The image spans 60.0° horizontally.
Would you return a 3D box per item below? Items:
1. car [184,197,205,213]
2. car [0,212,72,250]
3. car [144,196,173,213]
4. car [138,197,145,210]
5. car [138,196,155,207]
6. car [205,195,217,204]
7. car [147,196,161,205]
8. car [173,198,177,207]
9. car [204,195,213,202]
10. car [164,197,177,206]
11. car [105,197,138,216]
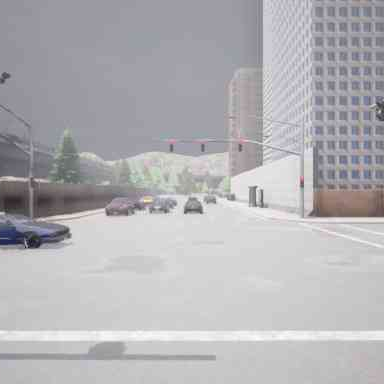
[{"bbox_3d":[0.132,1.564,36.998,1.994,1.385,4.181,0,0,0],"label":"car"},{"bbox_3d":[-7.967,1.571,13.943,5.357,1.411,2.033,0,0,0],"label":"car"},{"bbox_3d":[-3.535,1.491,36.458,2.128,1.511,4.902,0,0,0],"label":"car"},{"bbox_3d":[-7.032,1.601,41.860,1.895,1.301,4.718,0,0,0],"label":"car"},{"bbox_3d":[-7.012,1.478,51.376,1.882,1.535,5.008,0,0,0],"label":"car"},{"bbox_3d":[3.694,1.505,64.119,1.837,1.490,4.892,0,0,0],"label":"car"},{"bbox_3d":[-6.973,1.478,61.449,1.882,1.535,5.008,0,0,1],"label":"car"},{"bbox_3d":[-3.531,1.564,45.378,1.994,1.385,4.181,0,0,-1],"label":"car"},{"bbox_3d":[3.610,1.500,74.516,1.837,1.490,4.892,0,0,0],"label":"car"},{"bbox_3d":[-3.496,1.601,55.360,1.895,1.301,4.718,0,0,0],"label":"car"},{"bbox_3d":[-7.045,1.352,32.874,2.097,1.767,4.553,0,0,0],"label":"car"}]
